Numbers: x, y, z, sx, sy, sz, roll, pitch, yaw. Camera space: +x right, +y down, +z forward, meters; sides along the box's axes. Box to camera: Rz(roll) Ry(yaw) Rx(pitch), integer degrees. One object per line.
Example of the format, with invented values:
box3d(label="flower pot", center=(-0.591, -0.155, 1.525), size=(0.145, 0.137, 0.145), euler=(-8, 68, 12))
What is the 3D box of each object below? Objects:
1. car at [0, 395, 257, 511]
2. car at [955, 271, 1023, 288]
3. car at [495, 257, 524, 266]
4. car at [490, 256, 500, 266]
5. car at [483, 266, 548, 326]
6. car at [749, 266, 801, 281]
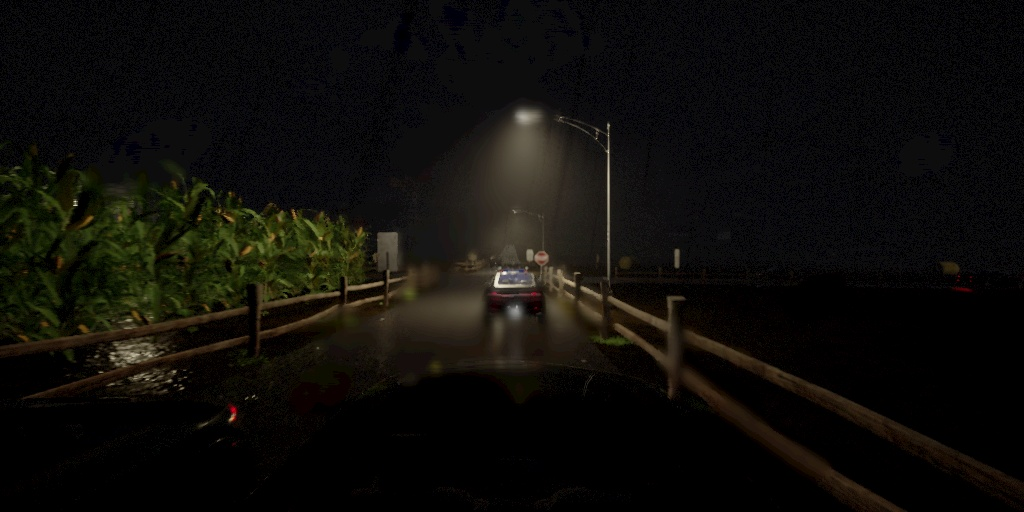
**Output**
box3d(label="car", center=(-2.847, 1.312, 0.869), size=(1.994, 1.385, 4.181), euler=(0, 0, 0))
box3d(label="car", center=(43.884, 2.129, 32.929), size=(4.892, 1.490, 1.837), euler=(1, 2, 1))
box3d(label="car", center=(0.099, 1.155, 25.194), size=(2.097, 1.767, 4.553), euler=(0, 0, 0))
box3d(label="car", center=(-2.795, 1.166, 61.775), size=(1.882, 1.535, 5.008), euler=(0, 1, 1))
box3d(label="car", center=(0.100, 1.266, 11.808), size=(2.128, 1.511, 4.902), euler=(0, 0, 0))
box3d(label="car", center=(26.231, 1.764, 35.877), size=(4.674, 1.442, 1.812), euler=(1, 2, 0))
